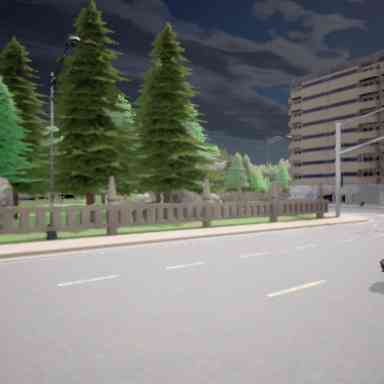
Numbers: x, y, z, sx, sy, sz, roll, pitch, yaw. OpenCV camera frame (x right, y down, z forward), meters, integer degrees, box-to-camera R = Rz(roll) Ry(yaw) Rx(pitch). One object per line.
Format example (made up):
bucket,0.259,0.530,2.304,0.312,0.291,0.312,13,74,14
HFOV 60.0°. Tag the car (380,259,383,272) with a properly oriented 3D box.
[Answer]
car,7.139,1.549,8.930,5.357,1.411,2.033,0,0,-35
